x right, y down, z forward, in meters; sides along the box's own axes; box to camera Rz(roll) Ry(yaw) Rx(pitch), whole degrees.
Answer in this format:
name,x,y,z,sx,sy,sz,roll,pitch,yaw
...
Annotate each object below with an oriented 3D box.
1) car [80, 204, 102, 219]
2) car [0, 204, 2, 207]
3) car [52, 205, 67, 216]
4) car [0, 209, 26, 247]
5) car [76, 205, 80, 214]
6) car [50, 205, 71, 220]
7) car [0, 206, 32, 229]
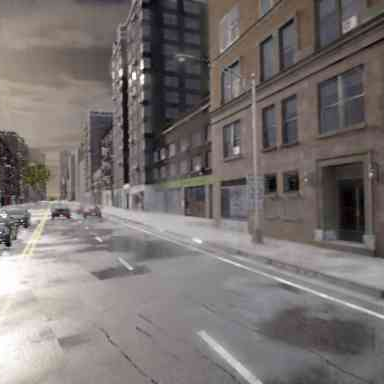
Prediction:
name,x,y,z,sx,sy,sz,roll,pitch,yaw
car,-11.299,2.179,37.538,1.812,1.442,4.674,-1,-1,-22
car,-20.066,1.969,32.914,2.150,2.045,5.566,-1,-1,-25
car,-18.360,2.476,46.040,1.895,1.301,4.718,-1,-1,-22
car,-9.883,1.862,16.691,2.128,1.511,4.902,-1,-1,-23
car,-15.226,2.381,46.954,2.033,1.411,5.357,-1,-1,-22
car,-14.187,2.190,36.042,1.837,1.490,4.892,-1,-1,-22
car,-13.787,2.062,26.187,1.837,1.490,4.892,-1,-1,-22
